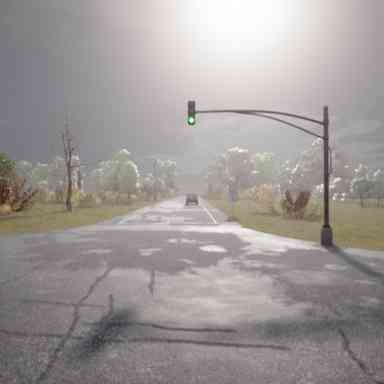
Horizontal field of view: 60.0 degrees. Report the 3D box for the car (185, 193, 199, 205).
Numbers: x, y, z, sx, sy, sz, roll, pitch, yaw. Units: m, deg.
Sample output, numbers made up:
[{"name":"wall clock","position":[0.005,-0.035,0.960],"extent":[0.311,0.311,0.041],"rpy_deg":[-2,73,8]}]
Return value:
[{"name":"car","position":[0.013,1.236,59.233],"extent":[2.150,2.045,5.566],"rpy_deg":[0,0,0]}]
